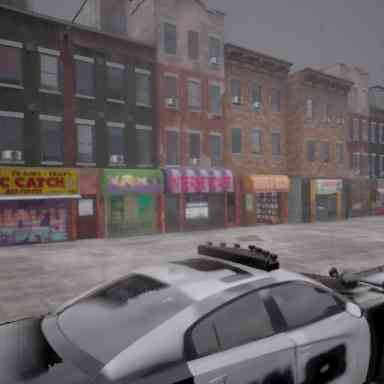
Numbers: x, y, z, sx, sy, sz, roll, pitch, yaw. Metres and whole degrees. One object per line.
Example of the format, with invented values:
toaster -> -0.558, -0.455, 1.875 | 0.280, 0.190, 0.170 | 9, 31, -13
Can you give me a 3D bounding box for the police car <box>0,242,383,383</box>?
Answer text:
police car -> 0.596, 1.423, 3.705 | 5.238, 1.638, 1.930 | 0, 0, -35
